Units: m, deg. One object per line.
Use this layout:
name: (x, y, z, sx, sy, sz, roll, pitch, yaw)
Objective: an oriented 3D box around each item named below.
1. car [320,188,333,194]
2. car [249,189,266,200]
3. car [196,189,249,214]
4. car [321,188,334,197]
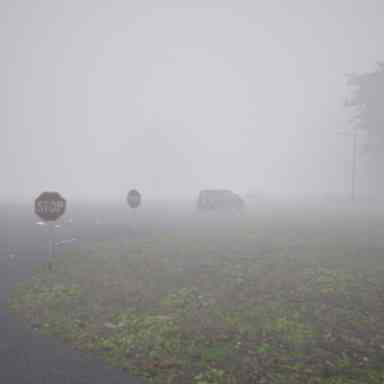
car: (35.426, -0.251, 87.402, 1.882, 1.535, 5.008, 2, 2, 36)
car: (9.838, 0.394, 51.687, 1.882, 1.535, 5.008, 2, 3, 36)
car: (2.586, 0.774, 29.538, 2.150, 2.045, 5.566, 2, 2, 36)
car: (28.457, 0.155, 69.481, 1.812, 1.442, 4.674, 2, 2, 29)
